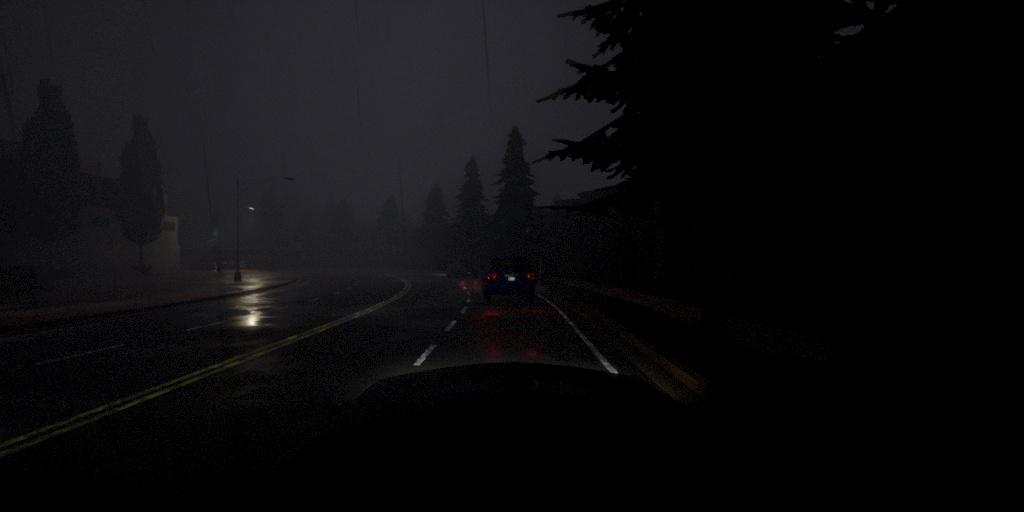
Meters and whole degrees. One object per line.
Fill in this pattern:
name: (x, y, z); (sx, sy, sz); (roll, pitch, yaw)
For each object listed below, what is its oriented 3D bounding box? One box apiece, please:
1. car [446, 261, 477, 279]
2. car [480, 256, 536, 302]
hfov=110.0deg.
car: (-4.716, 1.245, 33.093); (2.128, 1.511, 4.902); (0, 0, -25)
car: (-0.283, 1.008, 17.071); (2.150, 2.045, 5.566); (0, 0, -6)
